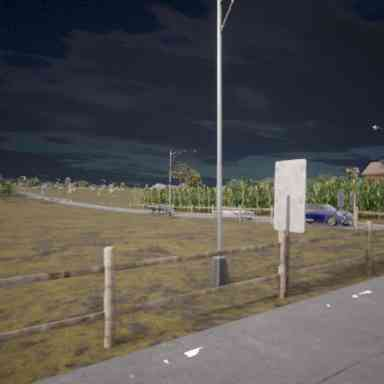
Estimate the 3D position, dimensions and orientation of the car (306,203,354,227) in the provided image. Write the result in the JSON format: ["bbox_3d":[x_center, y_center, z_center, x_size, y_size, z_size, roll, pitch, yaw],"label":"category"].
[{"bbox_3d":[9.948,1.652,25.497,2.097,1.767,4.553,3,-3,-37],"label":"car"}]

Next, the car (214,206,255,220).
[{"bbox_3d":[4.119,2.111,33.559,1.895,1.301,4.718,3,-3,-35],"label":"car"}]

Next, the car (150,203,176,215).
[{"bbox_3d":[-4.016,2.288,45.011,1.837,1.490,4.892,3,-2,-35],"label":"car"}]
